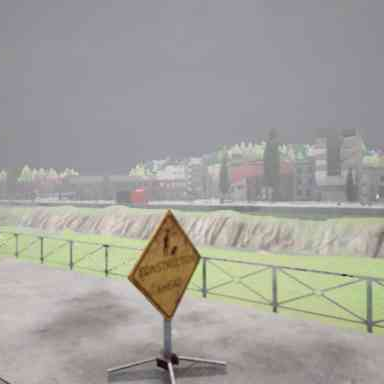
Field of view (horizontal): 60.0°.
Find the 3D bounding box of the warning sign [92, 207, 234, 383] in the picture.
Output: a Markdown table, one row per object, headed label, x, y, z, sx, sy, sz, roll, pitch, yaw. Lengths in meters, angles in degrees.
| label | x | y | z | sx | sy | sz | roll | pitch | yaw |
| --- | --- | --- | --- | --- | --- | --- | --- | --- | --- |
| warning sign | -0.293 | 1.137 | 3.894 | 1.060 | 1.860 | 1.300 | -1 | 0 | 35 |
